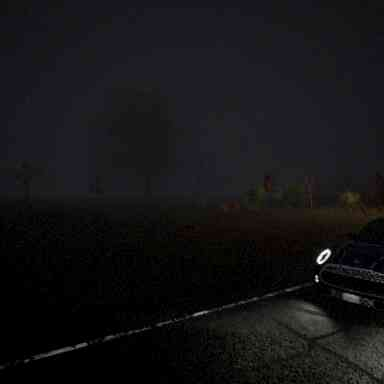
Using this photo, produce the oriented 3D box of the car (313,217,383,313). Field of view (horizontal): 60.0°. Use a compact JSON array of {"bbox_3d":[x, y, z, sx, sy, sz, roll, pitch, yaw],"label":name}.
[{"bbox_3d":[4.733,1.346,7.391,4.553,1.767,2.097,0,0,-36],"label":"car"}]
